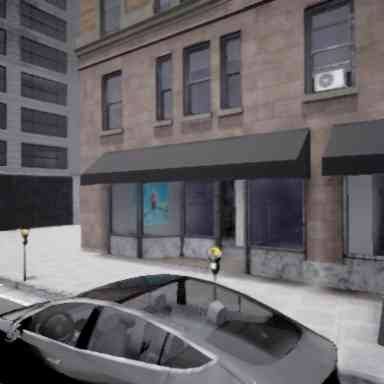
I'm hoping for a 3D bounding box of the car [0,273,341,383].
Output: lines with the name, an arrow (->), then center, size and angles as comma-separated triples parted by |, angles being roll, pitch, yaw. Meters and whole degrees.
car -> -0.703, 1.601, 3.581 | 4.313, 1.339, 1.947 | -1, 0, 36
